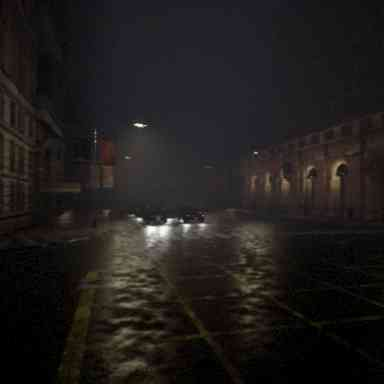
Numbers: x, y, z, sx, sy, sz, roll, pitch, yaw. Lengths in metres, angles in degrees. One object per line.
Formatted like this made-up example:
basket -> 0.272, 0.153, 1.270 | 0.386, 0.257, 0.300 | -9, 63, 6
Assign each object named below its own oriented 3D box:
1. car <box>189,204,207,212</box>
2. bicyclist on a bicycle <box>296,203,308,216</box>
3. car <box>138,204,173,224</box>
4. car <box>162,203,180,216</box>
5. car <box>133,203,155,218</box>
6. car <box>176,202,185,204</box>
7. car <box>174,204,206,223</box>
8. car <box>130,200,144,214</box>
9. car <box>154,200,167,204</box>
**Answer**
car -> 0.995, 2.786, 58.376 | 1.895, 1.301, 4.718 | 0, -1, -13
bicyclist on a bicycle -> 13.039, 2.069, 39.349 | 1.656, 1.620, 0.582 | 0, -1, -14
car -> -3.535, 2.145, 31.542 | 2.128, 1.511, 4.902 | 0, -1, -14
car -> -2.535, 2.466, 42.156 | 1.895, 1.301, 4.718 | 0, -1, -13
car -> -5.905, 2.420, 41.243 | 1.994, 1.385, 4.181 | 0, -1, -12
car -> -2.185, 2.501, 56.178 | 2.097, 1.767, 4.553 | 0, -1, -13
car -> -0.176, 2.191, 32.545 | 1.812, 1.442, 4.674 | 0, -1, -14
car -> -8.327, 2.290, 51.435 | 2.150, 2.045, 5.566 | 0, -1, -13
car -> -4.957, 2.302, 52.456 | 2.150, 2.045, 5.566 | 0, -1, -13
